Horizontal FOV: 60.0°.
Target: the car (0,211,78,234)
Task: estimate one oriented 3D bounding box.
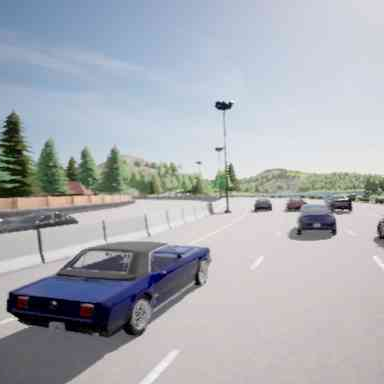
[{"bbox_3d":[-8.359,1.868,18.258,1.837,1.490,4.892,-2,0,19],"label":"car"}]

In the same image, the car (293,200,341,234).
[{"bbox_3d":[6.495,1.365,17.675,1.812,1.442,4.674,-2,0,17],"label":"car"}]

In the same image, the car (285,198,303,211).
[{"bbox_3d":[11.301,1.307,36.291,1.994,1.385,4.181,-2,0,11],"label":"car"}]

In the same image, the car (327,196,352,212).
[{"bbox_3d":[14.062,1.123,32.246,2.128,1.511,4.902,-2,0,12],"label":"car"}]

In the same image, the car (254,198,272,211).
[{"bbox_3d":[8.186,1.425,38.562,1.994,1.385,4.181,-2,0,11],"label":"car"}]

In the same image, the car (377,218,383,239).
[{"bbox_3d":[8.532,1.314,12.753,1.994,1.385,4.181,-2,0,18],"label":"car"}]

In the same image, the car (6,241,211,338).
[{"bbox_3d":[-1.145,1.667,6.920,1.895,1.301,4.718,-2,0,22],"label":"car"}]
